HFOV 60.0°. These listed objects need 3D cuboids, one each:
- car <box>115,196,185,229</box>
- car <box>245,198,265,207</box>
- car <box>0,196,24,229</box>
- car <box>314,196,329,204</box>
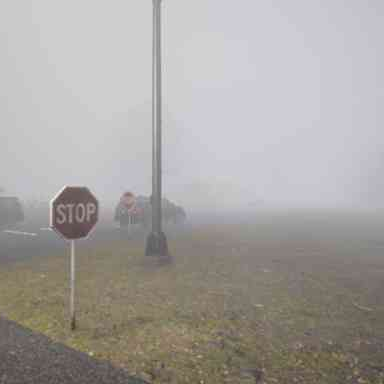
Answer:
[{"bbox_3d":[-2.720,1.294,22.652,2.150,2.045,5.566,0,0,34],"label":"car"},{"bbox_3d":[10.472,1.711,54.849,1.837,1.490,4.892,0,0,34],"label":"car"},{"bbox_3d":[-13.037,1.283,19.868,2.150,2.045,5.566,0,0,34],"label":"car"},{"bbox_3d":[26.929,1.735,70.078,2.128,1.511,4.902,0,0,27],"label":"car"}]
